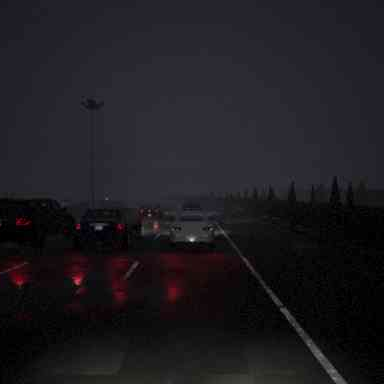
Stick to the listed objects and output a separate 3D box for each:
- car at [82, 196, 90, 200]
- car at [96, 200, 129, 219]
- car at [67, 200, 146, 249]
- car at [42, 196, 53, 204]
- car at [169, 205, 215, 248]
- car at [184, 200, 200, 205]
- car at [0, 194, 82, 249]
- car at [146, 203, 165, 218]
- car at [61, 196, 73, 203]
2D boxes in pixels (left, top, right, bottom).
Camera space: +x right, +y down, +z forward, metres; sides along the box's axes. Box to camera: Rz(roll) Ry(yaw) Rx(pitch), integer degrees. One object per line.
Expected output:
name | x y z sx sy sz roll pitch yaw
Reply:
car | -22.084 1.522 68.576 2.128 1.511 4.902 0 0 -22
car | -7.000 1.532 29.650 1.812 1.442 4.674 0 0 0
car | -3.500 1.365 14.620 2.097 1.767 4.553 0 0 0
car | -28.376 1.466 65.481 1.837 1.490 4.892 0 0 -22
car | 0.000 1.532 14.650 1.812 1.442 4.674 0 0 0
car | 0.000 1.516 29.650 1.837 1.490 4.892 0 0 0
car | -7.000 1.257 14.680 2.150 2.045 5.566 0 0 0
car | -3.500 1.616 29.680 1.895 1.301 4.718 0 0 0
car | -25.233 1.497 67.023 2.033 1.411 5.357 0 0 -22
